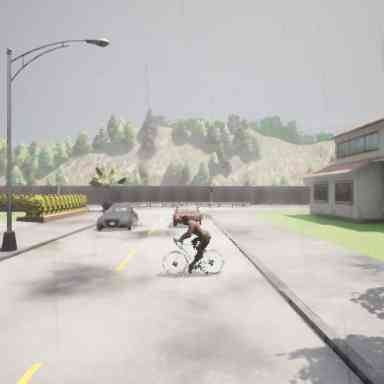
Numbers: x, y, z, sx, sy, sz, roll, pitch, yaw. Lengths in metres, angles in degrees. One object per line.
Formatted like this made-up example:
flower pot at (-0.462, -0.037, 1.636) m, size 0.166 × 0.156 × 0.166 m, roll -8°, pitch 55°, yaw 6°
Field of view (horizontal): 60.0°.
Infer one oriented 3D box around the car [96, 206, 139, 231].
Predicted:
car at (-4.424, 1.564, 20.303) m, size 1.994 × 1.385 × 4.181 m, roll 0°, pitch 0°, yaw -1°

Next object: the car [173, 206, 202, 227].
car at (-0.319, 1.600, 22.903) m, size 1.895 × 1.301 × 4.718 m, roll 0°, pitch 0°, yaw -1°

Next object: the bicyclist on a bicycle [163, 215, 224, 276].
bicyclist on a bicycle at (0.015, 1.439, 8.907) m, size 1.656 × 1.620 × 0.582 m, roll -2°, pitch 0°, yaw -2°
